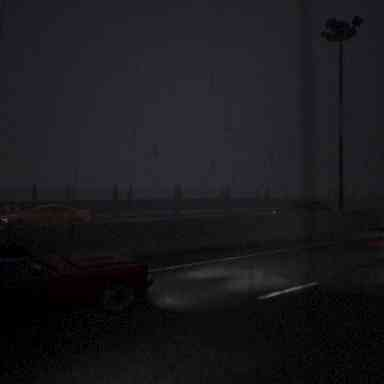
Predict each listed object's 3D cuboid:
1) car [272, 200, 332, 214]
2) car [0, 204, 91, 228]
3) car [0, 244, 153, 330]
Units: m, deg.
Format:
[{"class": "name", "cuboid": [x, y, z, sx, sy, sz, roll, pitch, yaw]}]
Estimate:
[{"class": "car", "cuboid": [7.334, 1.359, 22.112, 4.553, 1.767, 2.097, 0, 0, -35]}, {"class": "car", "cuboid": [-8.499, 1.480, 19.424, 5.008, 1.535, 1.882, 0, 0, -35]}, {"class": "car", "cuboid": [-3.097, 1.601, 5.839, 4.718, 1.301, 1.895, 0, 0, -35]}]
